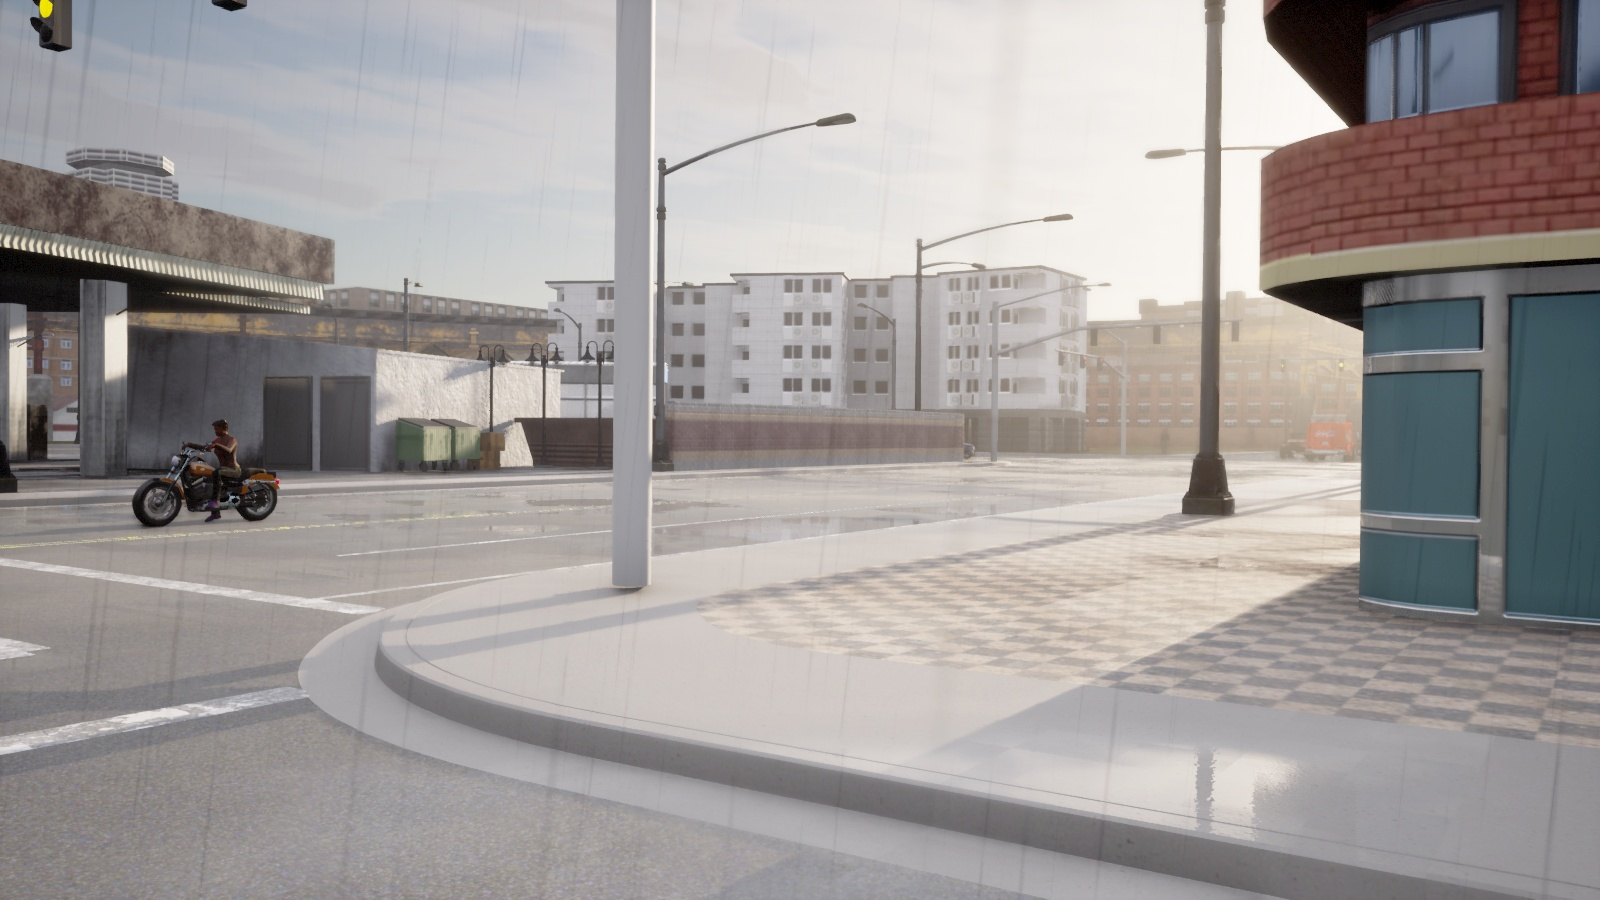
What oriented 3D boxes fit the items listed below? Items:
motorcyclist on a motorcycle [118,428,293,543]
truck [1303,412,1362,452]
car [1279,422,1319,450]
[{"bbox_3d":[-9.084,0.500,19.299,0.766,1.649,2.350,0,1,33],"label":"motorcyclist on a motorcycle"},{"bbox_3d":[33.984,-1.153,80.027,2.627,2.467,5.204,0,1,33],"label":"truck"},{"bbox_3d":[35.025,-0.993,88.112,1.905,1.878,3.866,0,1,33],"label":"car"}]
